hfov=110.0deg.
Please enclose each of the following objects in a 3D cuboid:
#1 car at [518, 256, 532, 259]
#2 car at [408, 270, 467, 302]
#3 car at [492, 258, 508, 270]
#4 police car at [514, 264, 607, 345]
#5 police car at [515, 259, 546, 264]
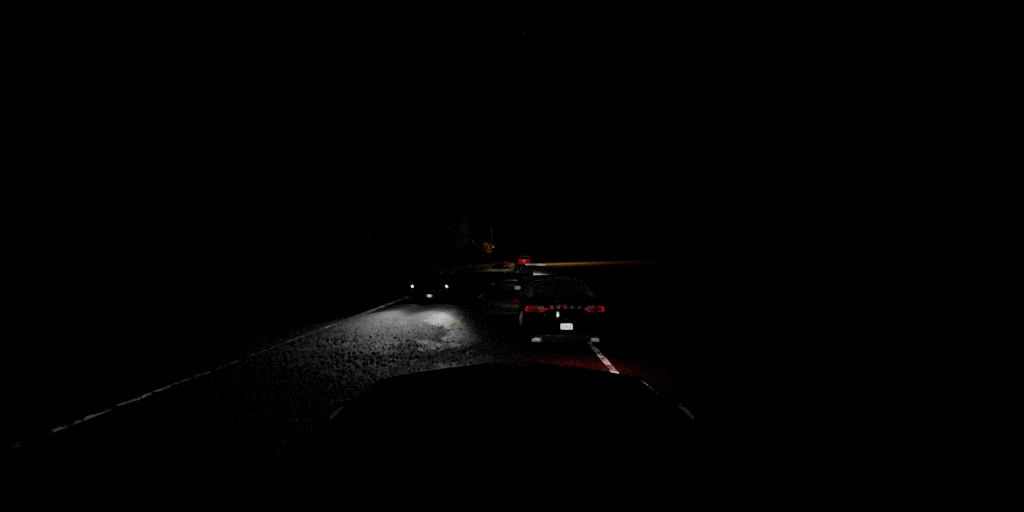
[{"bbox_3d":[2.087,0.956,59.913,2.150,2.045,5.566,0,0,4],"label":"car"},{"bbox_3d":[-3.419,1.351,17.176,1.895,1.301,4.718,0,0,1],"label":"car"},{"bbox_3d":[-1.772,1.091,53.639,2.097,1.767,4.553,0,0,4],"label":"car"},{"bbox_3d":[1.098,1.175,9.601,1.930,1.638,5.238,0,0,1],"label":"police car"},{"bbox_3d":[1.268,1.175,19.566,1.930,1.638,5.238,0,0,1],"label":"police car"}]
